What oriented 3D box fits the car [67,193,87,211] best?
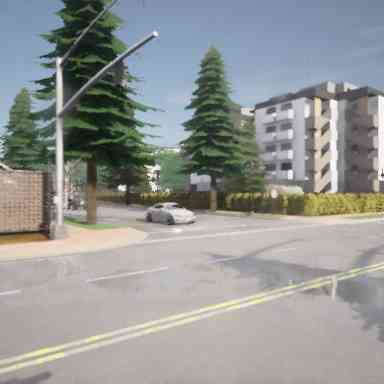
[{"bbox_3d":[-13.544,1.175,40.200,2.150,2.045,5.566,0,0,-33],"label":"car"}]

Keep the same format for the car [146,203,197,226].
[{"bbox_3d":[-1.570,1.481,23.282,1.812,1.442,4.674,0,0,-36],"label":"car"}]
